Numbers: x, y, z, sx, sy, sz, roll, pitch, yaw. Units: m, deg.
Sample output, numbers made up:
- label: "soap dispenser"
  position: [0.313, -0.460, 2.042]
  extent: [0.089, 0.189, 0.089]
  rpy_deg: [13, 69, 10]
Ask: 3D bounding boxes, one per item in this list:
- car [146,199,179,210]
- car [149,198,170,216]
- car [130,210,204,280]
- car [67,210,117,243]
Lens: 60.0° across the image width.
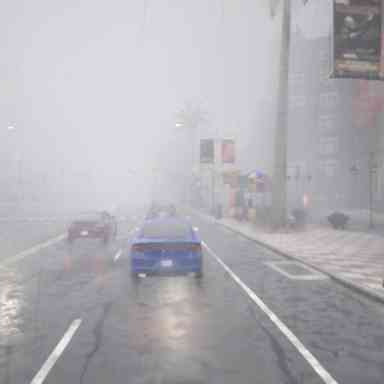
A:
- label: "car"
  position: [-1.929, 1.471, 21.991]
  extent: [2.097, 1.767, 4.553]
  rpy_deg: [0, 0, -6]
- label: "car"
  position: [-3.470, 1.544, 35.455]
  extent: [2.097, 1.767, 4.553]
  rpy_deg: [0, 0, -6]
- label: "car"
  position: [-0.771, 1.533, 10.222]
  extent: [1.882, 1.535, 5.008]
  rpy_deg: [0, 0, -4]
- label: "car"
  position: [-4.878, 1.619, 16.658]
  extent: [1.812, 1.442, 4.674]
  rpy_deg: [0, 0, -6]
